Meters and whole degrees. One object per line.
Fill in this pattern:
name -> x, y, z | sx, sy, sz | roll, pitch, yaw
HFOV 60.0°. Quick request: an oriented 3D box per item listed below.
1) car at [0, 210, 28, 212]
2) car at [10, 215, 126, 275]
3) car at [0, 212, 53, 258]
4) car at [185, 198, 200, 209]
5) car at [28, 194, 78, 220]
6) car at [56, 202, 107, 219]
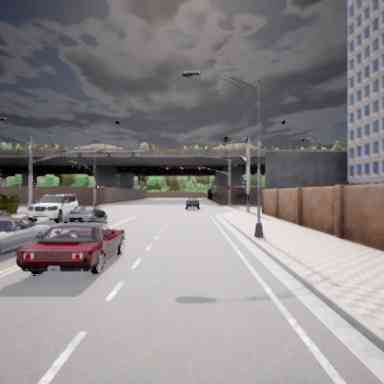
car -> -10.550, 1.625, 16.759 | 1.895, 1.301, 4.718 | 0, 0, 1
car -> -3.401, 1.616, 10.432 | 1.895, 1.301, 4.718 | 0, 0, 0
car -> -7.078, 1.618, 12.039 | 1.895, 1.301, 4.718 | 0, 0, 0
car -> 0.093, 1.537, 45.855 | 1.837, 1.490, 4.892 | 0, 0, 0
car -> -10.501, 1.171, 25.676 | 2.150, 2.045, 5.566 | 0, 0, 0
car -> -7.000, 1.596, 22.086 | 1.994, 1.385, 4.181 | 0, 0, 0
